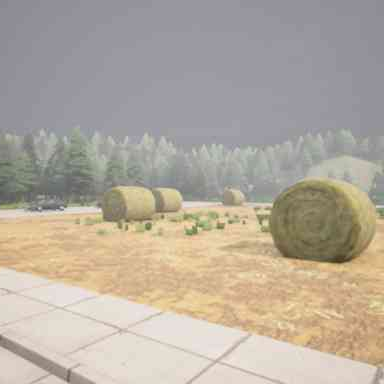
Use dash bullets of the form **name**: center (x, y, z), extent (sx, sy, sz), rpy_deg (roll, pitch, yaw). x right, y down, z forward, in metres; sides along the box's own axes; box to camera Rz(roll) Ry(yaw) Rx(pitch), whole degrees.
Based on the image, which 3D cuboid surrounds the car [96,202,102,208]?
- **car**: center (-11.781, 1.761, 49.273), extent (1.895, 1.301, 4.718), rpy_deg (0, 0, 37)

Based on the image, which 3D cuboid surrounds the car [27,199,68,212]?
- **car**: center (-17.836, 1.656, 41.111), extent (2.128, 1.511, 4.902), rpy_deg (0, 0, 37)
